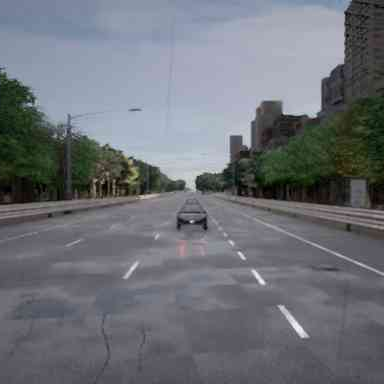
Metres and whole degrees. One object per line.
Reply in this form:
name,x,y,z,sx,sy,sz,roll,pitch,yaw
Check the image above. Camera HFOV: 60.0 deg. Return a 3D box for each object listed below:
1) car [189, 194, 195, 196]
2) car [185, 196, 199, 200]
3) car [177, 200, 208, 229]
car,0.020,1.555,54.924,1.837,1.490,4.892,0,0,0
car,0.017,1.535,36.922,2.128,1.511,4.902,0,0,0
car,0.008,1.517,21.785,2.128,1.511,4.902,0,0,0
